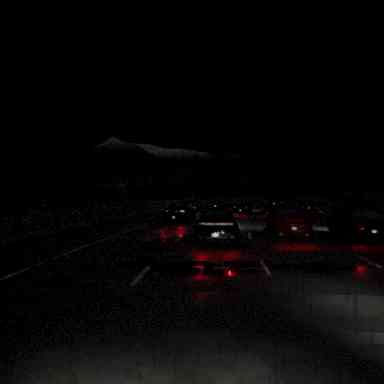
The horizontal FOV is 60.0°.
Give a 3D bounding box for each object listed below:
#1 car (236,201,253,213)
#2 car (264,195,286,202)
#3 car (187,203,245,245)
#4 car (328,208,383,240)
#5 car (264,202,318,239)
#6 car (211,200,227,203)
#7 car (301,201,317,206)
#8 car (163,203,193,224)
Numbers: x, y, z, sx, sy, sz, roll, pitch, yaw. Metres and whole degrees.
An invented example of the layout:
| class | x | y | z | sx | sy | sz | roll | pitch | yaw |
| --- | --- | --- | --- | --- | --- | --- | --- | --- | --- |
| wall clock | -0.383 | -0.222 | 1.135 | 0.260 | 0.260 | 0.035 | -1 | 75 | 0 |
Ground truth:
| class | x | y | z | sx | sy | sz | roll | pitch | yaw |
| --- | --- | --- | --- | --- | --- | --- | --- | --- | --- |
| car | 5.854 | 1.685 | 38.000 | 1.895 | 1.301 | 4.718 | 0 | 0 | 16 |
| car | 9.349 | 1.307 | 37.501 | 2.150 | 2.045 | 5.566 | 0 | 0 | 16 |
| car | 1.248 | 1.526 | 15.873 | 2.128 | 1.511 | 4.902 | 0 | 0 | 7 |
| car | 8.481 | 1.571 | 17.180 | 1.812 | 1.442 | 4.674 | 0 | 0 | 8 |
| car | 5.009 | 1.520 | 17.612 | 1.882 | 1.535 | 5.008 | 0 | 0 | 8 |
| car | 3.395 | 1.652 | 41.753 | 1.994 | 1.385 | 4.181 | 0 | 0 | 17 |
| car | 12.409 | 1.635 | 35.588 | 2.033 | 1.411 | 5.357 | 0 | 0 | 16 |
| car | -0.814 | 1.542 | 25.208 | 2.128 | 1.511 | 4.902 | 0 | 0 | 10 |
